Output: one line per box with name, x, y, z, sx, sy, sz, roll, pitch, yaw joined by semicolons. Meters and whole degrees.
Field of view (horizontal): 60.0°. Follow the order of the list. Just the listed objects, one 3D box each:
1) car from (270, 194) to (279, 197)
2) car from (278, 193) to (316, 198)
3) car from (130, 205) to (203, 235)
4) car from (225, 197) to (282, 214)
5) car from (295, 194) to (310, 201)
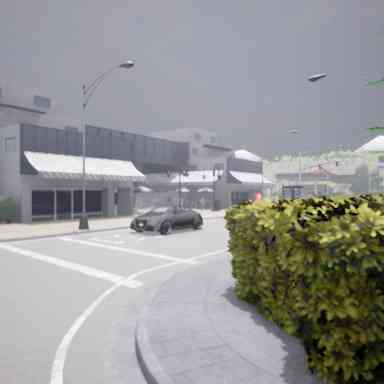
car;18.745;1.239;74.513;1.970;1.475;3.806;0;0;37
car;10.732;1.172;32.978;2.097;1.767;4.553;0;0;38
car;-1.223;1.385;17.485;1.994;1.385;4.181;0;0;38
car;4.505;1.368;24.917;2.033;1.411;5.357;0;0;38
car;25.939;1.306;77.884;2.007;1.523;4.514;0;0;37
